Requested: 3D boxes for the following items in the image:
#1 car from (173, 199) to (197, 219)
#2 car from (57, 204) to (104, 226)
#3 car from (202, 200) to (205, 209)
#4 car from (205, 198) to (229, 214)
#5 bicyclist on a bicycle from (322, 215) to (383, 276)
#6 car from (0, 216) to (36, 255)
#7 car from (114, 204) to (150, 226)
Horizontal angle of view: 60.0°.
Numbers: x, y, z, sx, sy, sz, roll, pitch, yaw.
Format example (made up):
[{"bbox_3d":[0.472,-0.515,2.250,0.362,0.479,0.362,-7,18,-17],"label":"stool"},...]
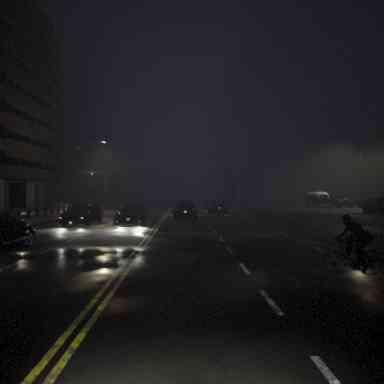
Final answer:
[{"bbox_3d":[-0.596,1.554,28.566,1.994,1.385,4.181,0,0,-1],"label":"car"},{"bbox_3d":[-7.660,1.540,23.453,2.033,1.411,5.357,0,0,-1],"label":"car"},{"bbox_3d":[2.413,1.534,44.227,2.033,1.411,5.357,0,0,-1],"label":"car"},{"bbox_3d":[2.699,1.553,34.994,1.994,1.385,4.181,0,0,-1],"label":"car"},{"bbox_3d":[4.250,1.431,8.824,1.656,1.620,0.582,0,0,-1],"label":"bicyclist on a bicycle"},{"bbox_3d":[-7.377,1.561,12.030,1.994,1.385,4.181,0,0,-1],"label":"car"},{"bbox_3d":[-4.084,1.557,23.124,1.994,1.385,4.181,0,0,-1],"label":"car"}]
